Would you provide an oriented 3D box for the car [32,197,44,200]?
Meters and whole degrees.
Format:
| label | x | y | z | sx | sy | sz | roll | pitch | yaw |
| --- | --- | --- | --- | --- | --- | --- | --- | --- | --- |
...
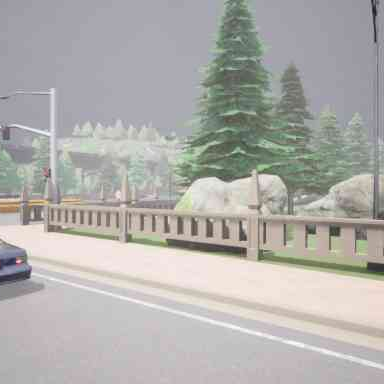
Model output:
| label | x | y | z | sx | sy | sz | roll | pitch | yaw |
| --- | --- | --- | --- | --- | --- | --- | --- | --- | --- |
| car | -23.166 | 1.504 | 50.244 | 1.837 | 1.490 | 4.892 | 0 | 0 | 36 |

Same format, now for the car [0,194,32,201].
| label | x | y | z | sx | sy | sz | roll | pitch | yaw |
| --- | --- | --- | --- | --- | --- | --- | --- | --- | --- |
| car | -24.237 | 1.221 | 42.761 | 2.150 | 2.045 | 5.566 | 0 | 0 | 36 |

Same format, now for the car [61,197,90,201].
| label | x | y | z | sx | sy | sz | roll | pitch | yaw |
| --- | --- | --- | --- | --- | --- | --- | --- | --- | --- |
| car | -17.285 | 1.477 | 46.435 | 1.882 | 1.535 | 5.008 | 0 | 0 | 36 |

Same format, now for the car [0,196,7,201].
| label | x | y | z | sx | sy | sz | roll | pitch | yaw |
| --- | --- | --- | --- | --- | --- | --- | --- | --- | --- |
| car | -23.983 | 1.491 | 37.126 | 2.128 | 1.511 | 4.902 | 0 | 0 | 36 |

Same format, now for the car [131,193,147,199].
| label | x | y | z | sx | sy | sz | roll | pitch | yaw |
| --- | --- | --- | --- | --- | --- | --- | --- | --- | --- |
| car | -11.172 | 1.018 | 66.924 | 2.128 | 1.511 | 4.902 | 0 | 3 | 36 |

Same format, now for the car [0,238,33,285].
| label | x | y | z | sx | sy | sz | roll | pitch | yaw |
| --- | --- | --- | --- | --- | --- | --- | --- | --- | --- |
| car | -6.146 | 1.547 | 8.340 | 5.357 | 1.411 | 2.033 | 0 | 0 | 36 |

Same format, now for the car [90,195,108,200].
| label | x | y | z | sx | sy | sz | roll | pitch | yaw |
| --- | --- | --- | --- | --- | --- | --- | --- | --- | --- |
| car | -15.946 | 1.336 | 54.314 | 2.097 | 1.767 | 4.553 | 0 | 1 | 36 |
